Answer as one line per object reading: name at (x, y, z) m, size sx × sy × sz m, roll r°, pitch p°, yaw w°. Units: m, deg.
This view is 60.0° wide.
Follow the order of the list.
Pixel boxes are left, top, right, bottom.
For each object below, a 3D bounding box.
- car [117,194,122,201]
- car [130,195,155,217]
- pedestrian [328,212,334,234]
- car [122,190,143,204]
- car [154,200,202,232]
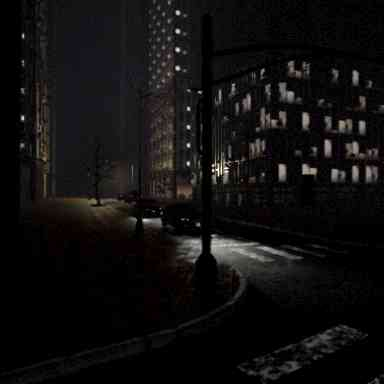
car at (-12.628, 0.980, 61.813) m, size 1.994 × 1.385 × 4.181 m, roll 0°, pitch 1°, yaw -20°
car at (-3.895, 1.303, 29.016) m, size 1.837 × 1.490 × 4.892 m, roll 0°, pitch 1°, yaw -20°
pedestrian at (6.881, 1.518, 16.443) m, size 0.500 × 1.100 × 0.500 m, roll 1°, pitch 0°, yaw -20°
car at (-8.971, 0.762, 51.743) m, size 2.150 × 2.045 × 5.566 m, roll 0°, pitch 1°, yaw -19°
car at (-0.475, 1.406, 19.553) m, size 2.128 × 1.511 × 4.902 m, roll 0°, pitch 1°, yaw -20°
